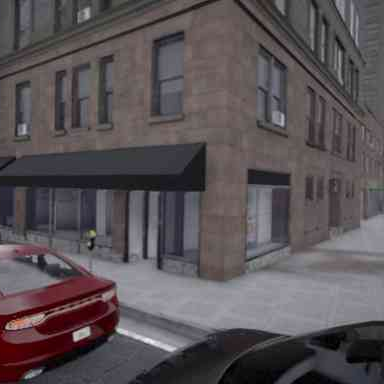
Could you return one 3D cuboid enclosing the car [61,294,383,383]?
[{"bbox_3d":[1.386,1.567,1.962,4.313,1.339,1.947,1,1,36],"label":"car"}]

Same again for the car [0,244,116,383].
[{"bbox_3d":[-3.095,1.489,5.158,4.507,1.381,1.887,1,1,36],"label":"car"}]
